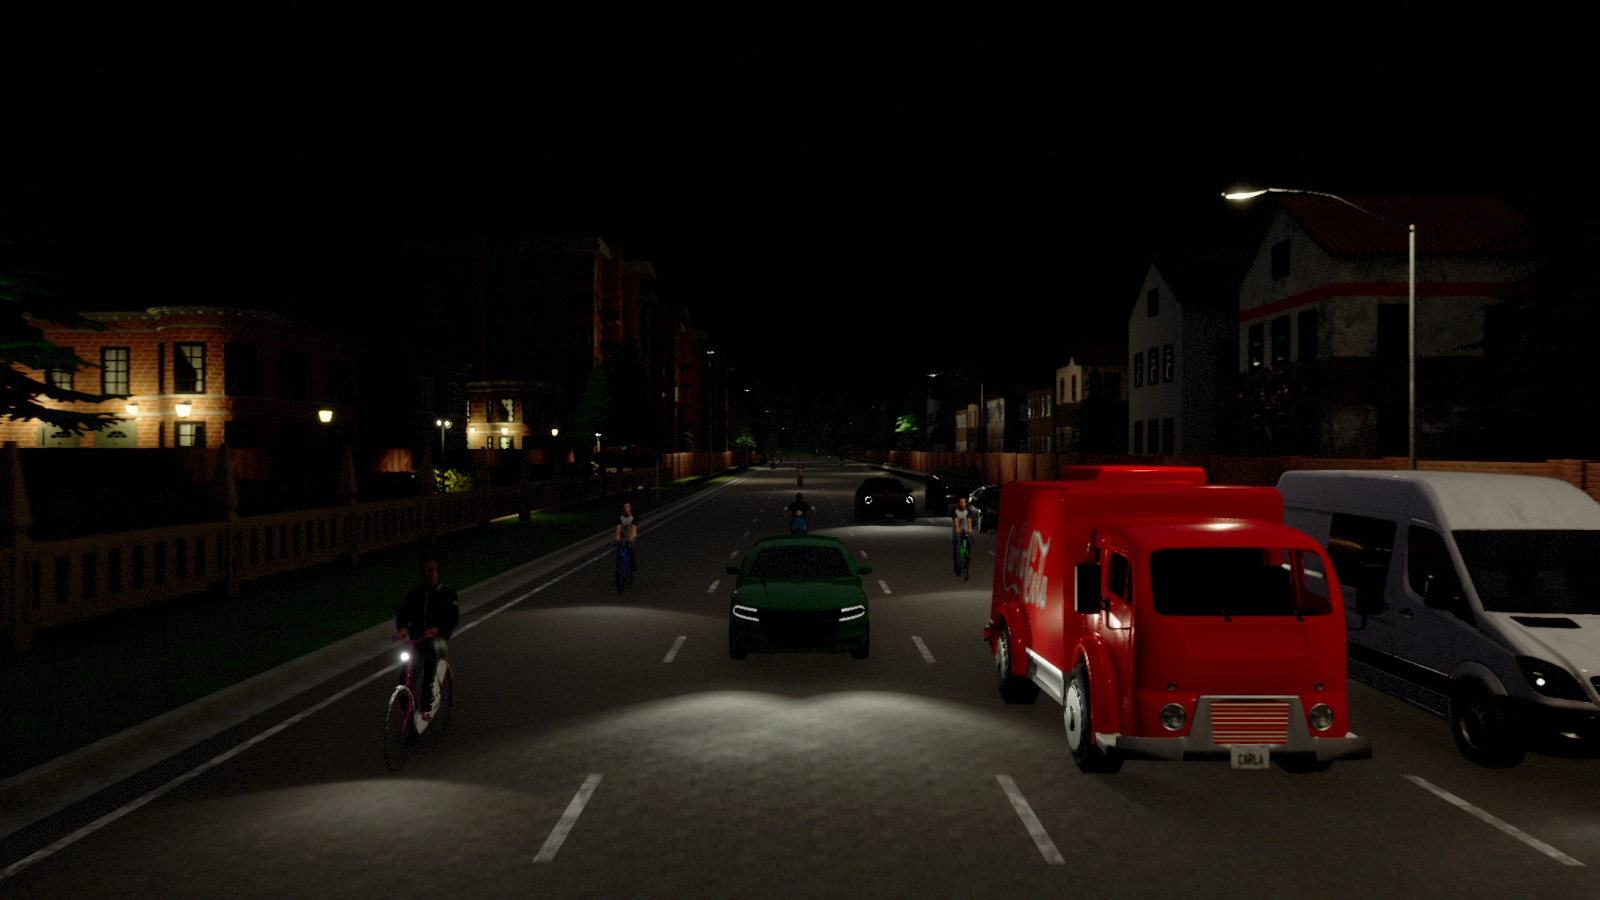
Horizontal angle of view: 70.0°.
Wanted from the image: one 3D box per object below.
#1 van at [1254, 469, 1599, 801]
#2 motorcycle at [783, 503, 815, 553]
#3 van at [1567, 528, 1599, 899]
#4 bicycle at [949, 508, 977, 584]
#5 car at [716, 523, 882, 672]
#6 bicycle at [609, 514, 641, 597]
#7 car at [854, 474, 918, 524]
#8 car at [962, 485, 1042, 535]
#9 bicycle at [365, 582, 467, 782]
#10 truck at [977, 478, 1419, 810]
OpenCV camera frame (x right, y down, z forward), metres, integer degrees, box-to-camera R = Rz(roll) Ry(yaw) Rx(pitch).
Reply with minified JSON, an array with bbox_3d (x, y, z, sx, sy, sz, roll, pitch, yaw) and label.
[{"bbox_3d":[6.994,1.534,12.125,1.988,2.561,5.915,0,0,0],"label":"van"},{"bbox_3d":[-0.021,2.141,31.676,0.856,1.316,1.805,0,-1,0],"label":"motorcycle"},{"bbox_3d":[3.501,1.534,0.776,1.988,2.561,5.915,0,0,0],"label":"van"},{"bbox_3d":[3.520,2.056,24.715,0.373,1.496,1.643,0,0,0],"label":"bicycle"},{"bbox_3d":[-0.012,2.034,16.986,2.097,1.535,5.006,0,0,0],"label":"car"},{"bbox_3d":[-3.440,2.056,22.548,0.373,1.496,1.643,0,0,1],"label":"bicycle"},{"bbox_3d":[3.359,1.906,45.465,2.097,1.767,4.553,0,0,-2],"label":"car"},{"bbox_3d":[6.970,2.040,39.894,2.007,1.525,4.514,0,0,0],"label":"car"},{"bbox_3d":[-3.501,2.060,10.533,0.329,1.471,1.835,0,0,0],"label":"bicycle"},{"bbox_3d":[3.490,1.571,11.468,2.627,2.467,5.204,0,0,0],"label":"truck"}]
